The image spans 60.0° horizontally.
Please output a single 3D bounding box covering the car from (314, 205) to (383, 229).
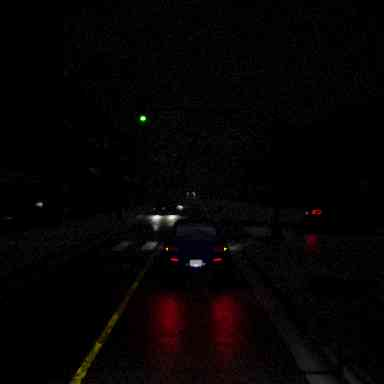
[{"bbox_3d":[10.372,1.555,21.123,4.507,1.381,1.887,0,0,0],"label":"car"}]

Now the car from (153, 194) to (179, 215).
[{"bbox_3d":[-2.833,1.289,35.771,2.150,2.045,5.566,0,0,0],"label":"car"}]

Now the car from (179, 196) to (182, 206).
[{"bbox_3d":[-2.772,1.512,57.768,2.097,1.767,4.553,0,0,0],"label":"car"}]

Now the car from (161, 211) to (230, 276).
[{"bbox_3d":[0.099,1.533,10.241,1.812,1.442,4.674,0,0,0],"label":"car"}]

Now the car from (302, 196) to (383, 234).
[{"bbox_3d":[9.117,1.239,18.735,5.566,2.045,2.150,-1,0,-2],"label":"car"}]
